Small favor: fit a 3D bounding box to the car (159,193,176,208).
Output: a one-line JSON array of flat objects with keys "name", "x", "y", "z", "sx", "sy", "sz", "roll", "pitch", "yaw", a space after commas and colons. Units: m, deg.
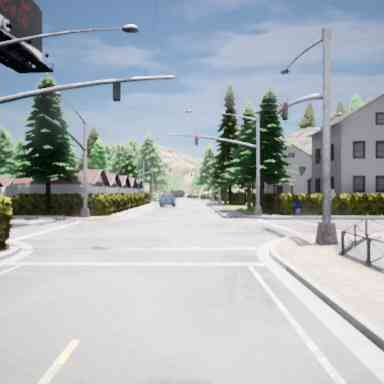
[{"name": "car", "x": -3.592, "y": 1.211, "z": 49.359, "sx": 2.150, "sy": 2.045, "sz": 5.566, "roll": 0, "pitch": 0, "yaw": 0}]
